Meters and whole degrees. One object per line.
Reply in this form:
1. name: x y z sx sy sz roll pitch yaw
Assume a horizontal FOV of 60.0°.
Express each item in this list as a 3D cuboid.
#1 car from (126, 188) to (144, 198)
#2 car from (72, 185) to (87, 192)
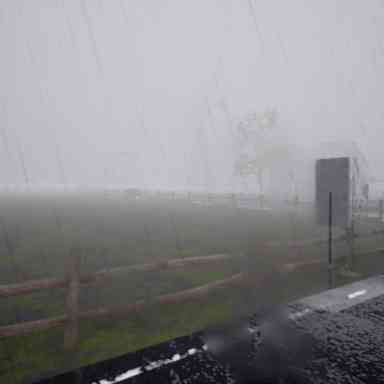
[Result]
1. car: -9.666 0.158 56.430 1.837 1.490 4.892 0 1 -35
2. car: -30.153 -1.006 90.447 2.150 2.045 5.566 0 1 -35
